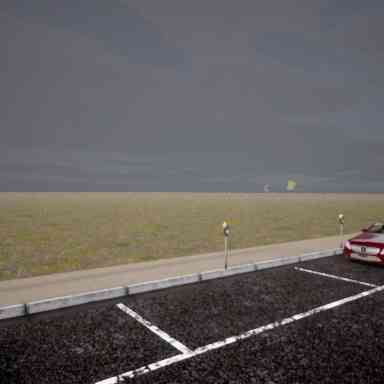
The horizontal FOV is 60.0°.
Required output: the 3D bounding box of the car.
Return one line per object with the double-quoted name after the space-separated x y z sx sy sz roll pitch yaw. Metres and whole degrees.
6.637 1.584 10.792 4.206 1.307 1.802 0 1 -35 "car"
